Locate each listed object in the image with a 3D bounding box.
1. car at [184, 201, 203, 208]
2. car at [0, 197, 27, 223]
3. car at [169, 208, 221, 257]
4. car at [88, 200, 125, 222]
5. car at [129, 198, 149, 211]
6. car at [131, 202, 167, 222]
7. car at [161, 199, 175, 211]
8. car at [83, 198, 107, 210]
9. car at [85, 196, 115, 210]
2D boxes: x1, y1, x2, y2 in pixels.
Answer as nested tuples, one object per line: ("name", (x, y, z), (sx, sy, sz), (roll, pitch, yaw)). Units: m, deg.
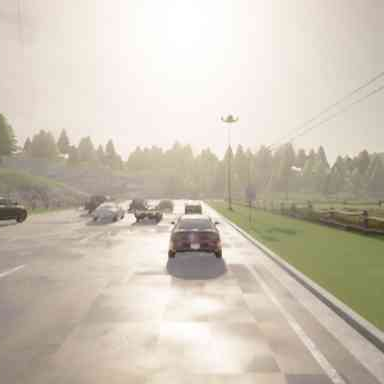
("car", (0.134, 1.684, 36.559), (2.128, 1.511, 4.902), (0, 0, 0))
("car", (-13.879, 1.337, 23.393), (2.150, 2.045, 5.566), (0, 0, 0))
("car", (0.112, 1.595, 13.078), (1.812, 1.442, 4.674), (0, 0, 0))
("car", (-6.961, 1.669, 28.073), (1.812, 1.442, 4.674), (0, 0, 0))
("car", (-6.892, 1.578, 44.127), (2.097, 1.767, 4.553), (0, 0, 0))
("car", (-3.464, 1.744, 27.595), (1.895, 1.301, 4.718), (0, 0, 0))
("car", (-3.389, 1.739, 44.774), (1.837, 1.490, 4.892), (0, 0, 0))
("car", (-13.856, 1.720, 47.838), (1.882, 1.535, 5.008), (0, 0, 0))
("car", (-10.363, 1.421, 38.887), (2.150, 2.045, 5.566), (0, 0, 0))
